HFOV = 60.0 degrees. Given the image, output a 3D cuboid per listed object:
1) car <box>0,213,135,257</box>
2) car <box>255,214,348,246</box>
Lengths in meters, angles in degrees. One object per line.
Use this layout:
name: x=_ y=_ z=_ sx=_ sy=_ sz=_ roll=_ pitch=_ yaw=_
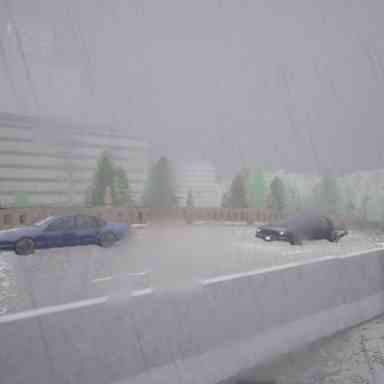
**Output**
car: x=-5.001 y=1.576 z=13.322 sx=5.357 sy=1.411 sz=2.033 roll=1 pitch=0 yaw=-36
car: x=5.606 y=1.807 z=16.588 sx=5.357 sy=1.411 sz=2.033 roll=3 pitch=-2 yaw=-35
